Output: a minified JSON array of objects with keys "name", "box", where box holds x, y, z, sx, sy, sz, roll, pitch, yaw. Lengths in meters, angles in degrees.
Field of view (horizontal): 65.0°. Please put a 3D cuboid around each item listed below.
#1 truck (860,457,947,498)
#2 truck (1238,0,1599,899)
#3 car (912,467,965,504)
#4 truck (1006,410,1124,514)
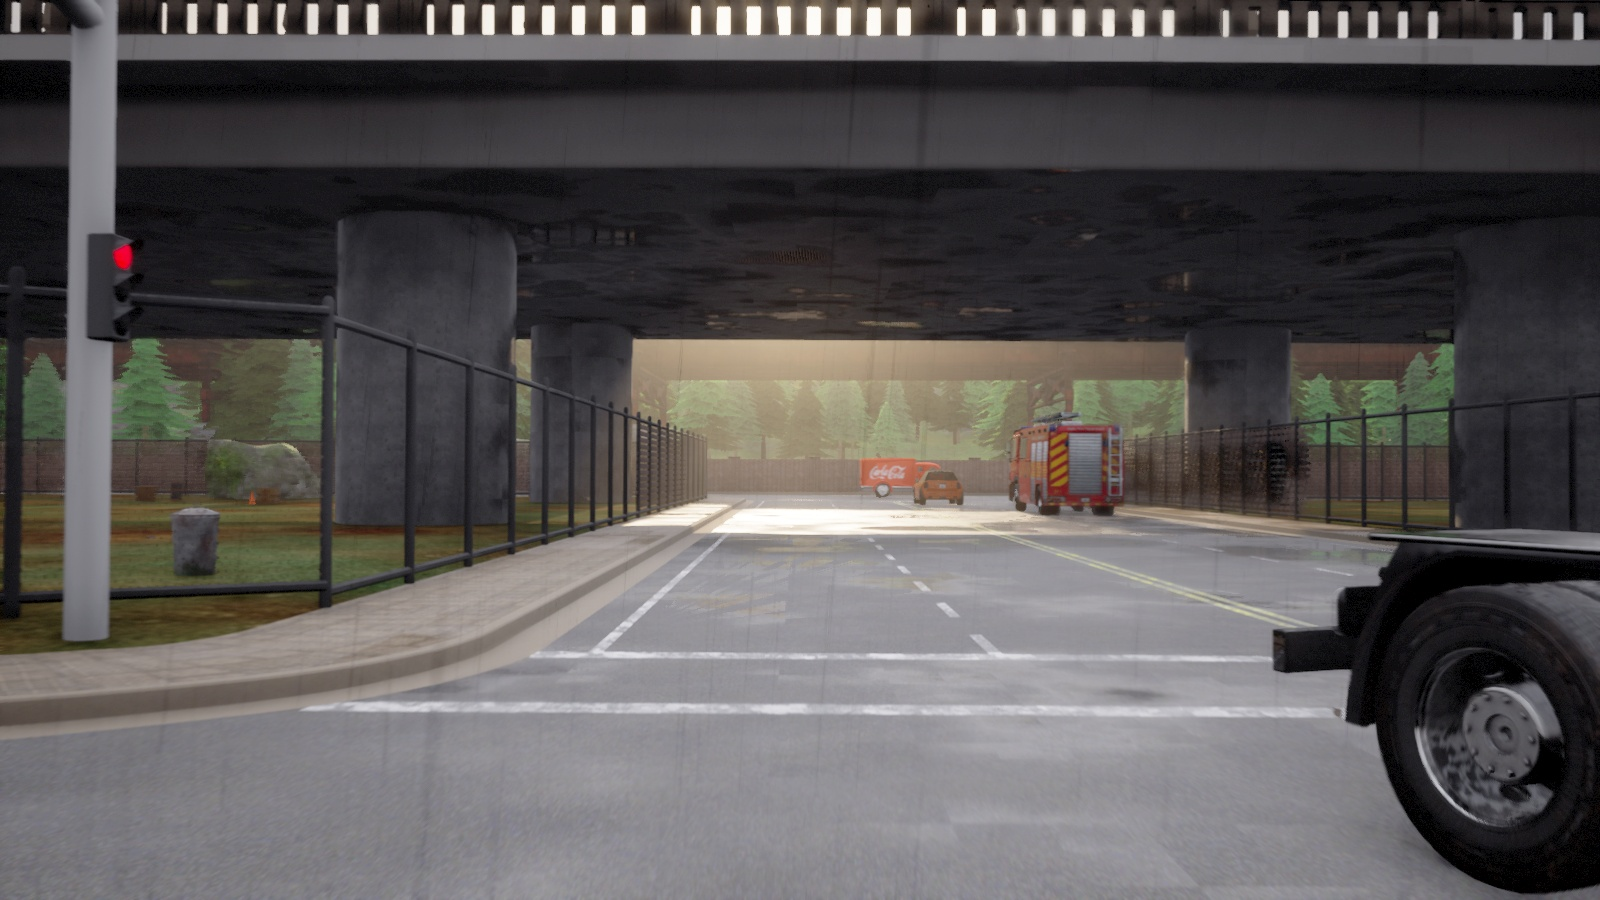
[{"name":"truck","box":[6.385,1.687,77.902,5.204,2.467,2.627,0,-1,1]},{"name":"truck","box":[4.816,-0.141,2.719,2.891,3.462,7.936,0,-1,-20]},{"name":"car","box":[6.853,1.763,62.614,2.097,1.767,4.553,0,-1,0]},{"name":"truck","box":[10.378,0.512,50.170,2.891,3.827,8.468,0,-1,0]}]
